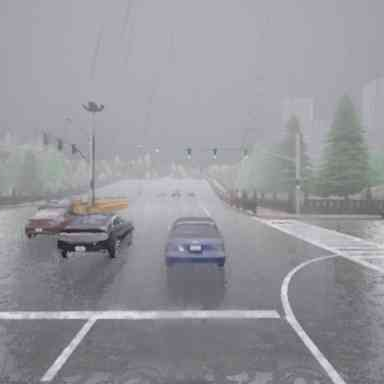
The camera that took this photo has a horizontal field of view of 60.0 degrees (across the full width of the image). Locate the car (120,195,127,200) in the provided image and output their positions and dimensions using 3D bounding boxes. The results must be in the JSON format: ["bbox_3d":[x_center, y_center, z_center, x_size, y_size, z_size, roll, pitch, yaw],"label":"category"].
[{"bbox_3d":[-14.119,1.383,66.099,2.033,1.411,5.357,0,3,0],"label":"car"}]

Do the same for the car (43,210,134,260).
[{"bbox_3d":[-3.407,1.516,12.571,2.128,1.511,4.902,0,0,0],"label":"car"}]

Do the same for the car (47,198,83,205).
[{"bbox_3d":[-14.065,1.596,37.218,1.812,1.442,4.674,0,0,-2],"label":"car"}]

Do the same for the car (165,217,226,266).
[{"bbox_3d":[0.094,1.570,11.547,2.033,1.411,5.357,0,0,0],"label":"car"}]

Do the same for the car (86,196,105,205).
[{"bbox_3d":[-17.587,1.511,60.788,2.128,1.511,4.902,0,1,0],"label":"car"}]

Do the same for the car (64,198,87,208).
[{"bbox_3d":[-17.598,1.659,50.465,1.994,1.385,4.181,0,0,0],"label":"car"}]

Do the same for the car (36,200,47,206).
[{"bbox_3d":[-17.616,1.679,41.650,1.895,1.301,4.718,0,0,0],"label":"car"}]

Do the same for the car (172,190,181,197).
[{"bbox_3d":[-3.701,0.214,79.790,2.097,1.767,4.553,0,7,0],"label":"car"}]

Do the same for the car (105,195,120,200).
[{"bbox_3d":[-14.085,1.447,55.660,2.097,1.767,4.553,0,0,0],"label":"car"}]

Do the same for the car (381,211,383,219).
[{"bbox_3d":[16.861,1.554,24.990,4.892,1.490,1.837,0,0,0],"label":"car"}]

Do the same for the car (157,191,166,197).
[{"bbox_3d":[-7.201,0.449,79.825,1.895,1.301,4.718,0,7,0],"label":"car"}]

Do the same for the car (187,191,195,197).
[{"bbox_3d":[-0.201,0.454,79.812,1.895,1.301,4.718,0,7,0],"label":"car"}]

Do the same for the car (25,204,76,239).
[{"bbox_3d":[-6.908,1.558,17.291,1.812,1.442,4.674,0,0,0],"label":"car"}]

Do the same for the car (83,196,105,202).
[{"bbox_3d":[-14.112,1.566,46.551,1.882,1.535,5.008,0,0,0],"label":"car"}]
